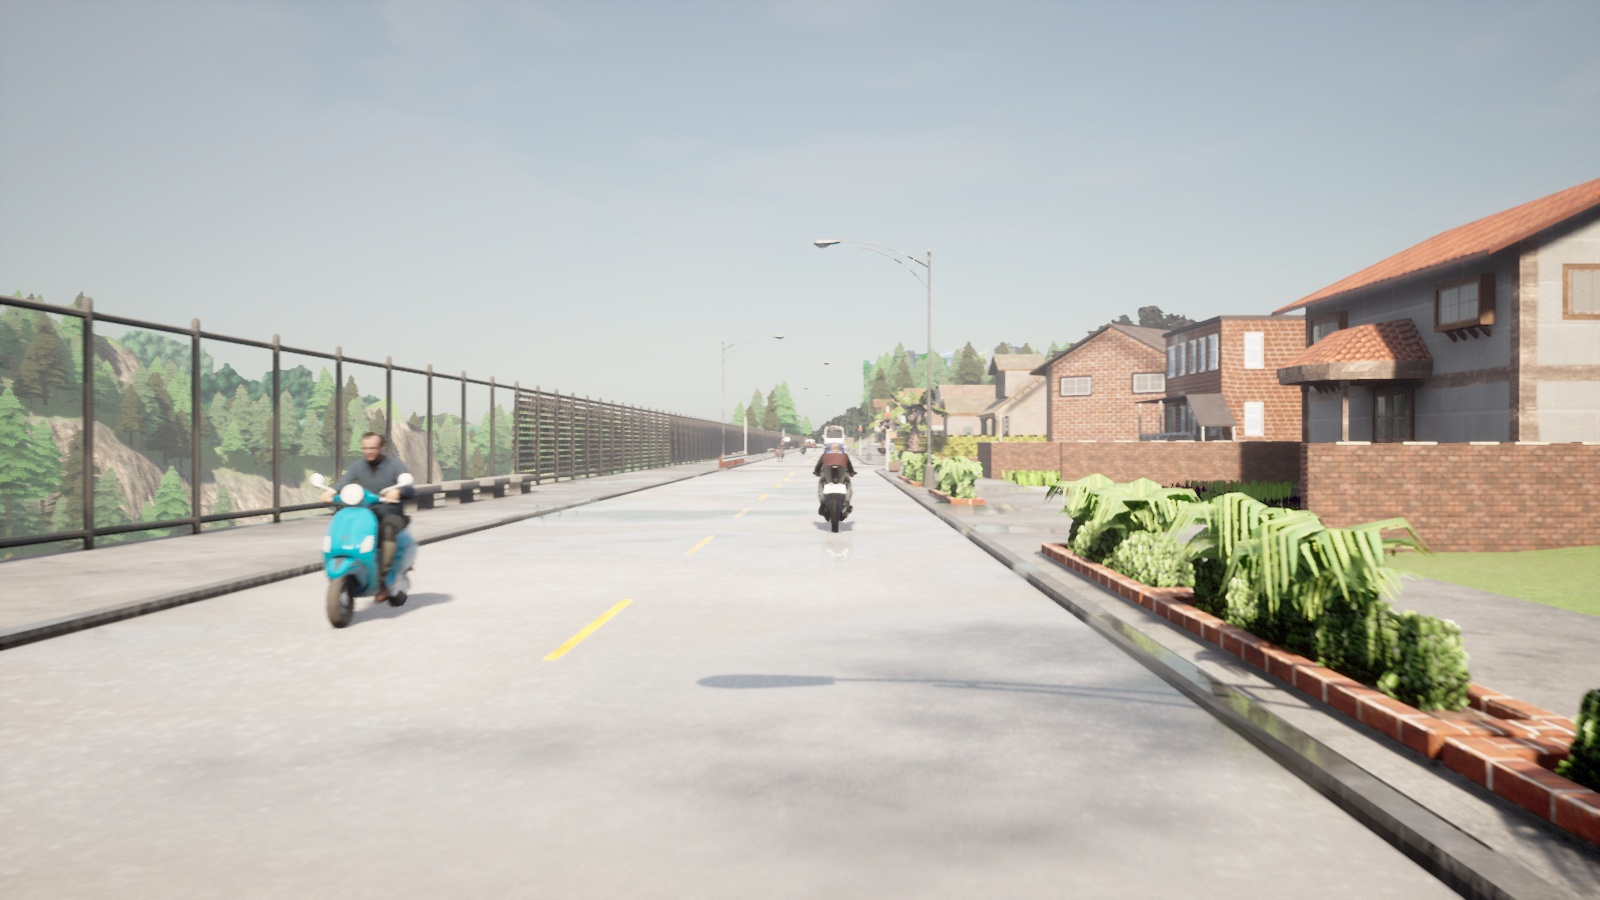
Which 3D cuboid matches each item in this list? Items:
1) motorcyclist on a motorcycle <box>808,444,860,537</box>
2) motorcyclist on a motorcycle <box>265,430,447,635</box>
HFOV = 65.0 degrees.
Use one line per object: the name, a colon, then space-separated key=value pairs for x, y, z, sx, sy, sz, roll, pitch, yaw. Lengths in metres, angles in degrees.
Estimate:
motorcyclist on a motorcycle: x=0.590 y=0.659 z=21.866 sx=0.866 sy=1.530 sz=2.191 roll=0 pitch=0 yaw=1
motorcyclist on a motorcycle: x=-3.704 y=0.636 z=10.666 sx=0.866 sy=1.590 sz=1.817 roll=0 pitch=0 yaw=1
